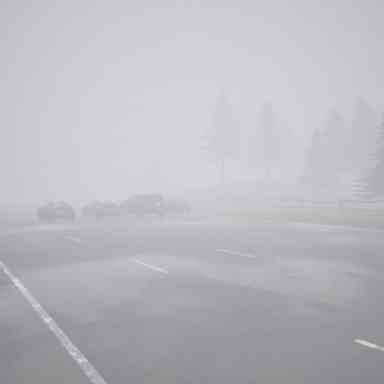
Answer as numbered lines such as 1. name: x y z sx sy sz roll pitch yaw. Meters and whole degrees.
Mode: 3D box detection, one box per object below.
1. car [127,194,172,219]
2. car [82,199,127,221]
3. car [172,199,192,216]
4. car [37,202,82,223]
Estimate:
1. car: -4.381 1.184 28.968 2.150 2.045 5.566 0 0 -37
2. car: -7.613 1.470 27.449 2.128 1.511 4.902 0 0 -37
3. car: -1.999 1.439 31.632 2.128 1.511 4.902 0 0 -37
4. car: -10.417 1.486 25.354 2.128 1.511 4.902 0 0 -37
